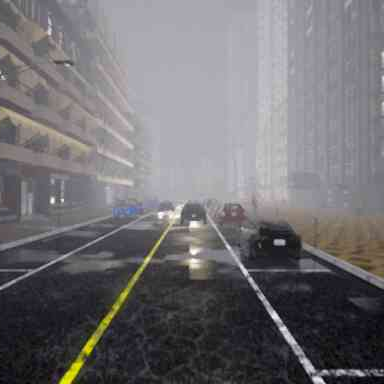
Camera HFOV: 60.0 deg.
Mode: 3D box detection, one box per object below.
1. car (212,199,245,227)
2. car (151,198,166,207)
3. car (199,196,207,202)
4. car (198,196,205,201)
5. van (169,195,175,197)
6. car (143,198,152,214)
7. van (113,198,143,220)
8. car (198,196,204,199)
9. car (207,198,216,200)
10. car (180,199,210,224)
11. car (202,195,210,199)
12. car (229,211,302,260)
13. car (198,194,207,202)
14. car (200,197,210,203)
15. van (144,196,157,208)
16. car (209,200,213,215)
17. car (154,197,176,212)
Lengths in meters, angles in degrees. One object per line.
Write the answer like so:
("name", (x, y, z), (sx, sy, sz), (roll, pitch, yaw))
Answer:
("car", (2.710, 1.494, 23.358), (1.967, 1.590, 4.097), (0, 0, 0))
("car", (-5.650, 1.698, 56.501), (2.008, 1.369, 4.403), (0, 0, 0))
("car", (2.748, 1.795, 84.109), (2.008, 1.369, 4.403), (0, 0, 0))
("car", (2.756, 1.853, 95.154), (1.947, 1.339, 4.313), (0, 0, 0))
("van", (-5.625, 1.628, 95.161), (1.690, 1.788, 3.998), (0, 0, 0))
("car", (-5.665, 1.628, 34.410), (1.887, 1.381, 4.507), (0, 0, 0))
("van", (-5.668, 1.410, 28.888), (1.690, 1.788, 3.998), (0, 0, 0))
("car", (0.130, 1.657, 44.283), (2.033, 1.411, 5.357), (0, 0, 0))
("car", (2.716, 1.633, 34.405), (2.008, 1.369, 4.403), (0, 0, 0))
("car", (0.118, 1.538, 25.741), (1.882, 1.535, 5.008), (0, 0, 0))
("car", (2.724, 1.553, 45.449), (1.967, 1.590, 4.097), (0, 0, 0))
("car", (2.702, 1.592, 12.312), (1.947, 1.339, 4.313), (0, 0, 0))
("car", (2.752, 1.580, 89.634), (2.192, 1.841, 5.009), (0, 0, 0))
("car", (2.741, 1.755, 73.064), (2.008, 1.369, 4.403), (0, 0, 0))
("van", (-5.657, 1.454, 45.456), (1.690, 1.788, 3.998), (0, 0, 0))
("car", (2.713, 1.619, 28.881), (2.008, 1.369, 4.403), (0, 0, 0))
("car", (-3.007, 1.662, 39.931), (1.994, 1.385, 4.181), (0, 0, 1))
